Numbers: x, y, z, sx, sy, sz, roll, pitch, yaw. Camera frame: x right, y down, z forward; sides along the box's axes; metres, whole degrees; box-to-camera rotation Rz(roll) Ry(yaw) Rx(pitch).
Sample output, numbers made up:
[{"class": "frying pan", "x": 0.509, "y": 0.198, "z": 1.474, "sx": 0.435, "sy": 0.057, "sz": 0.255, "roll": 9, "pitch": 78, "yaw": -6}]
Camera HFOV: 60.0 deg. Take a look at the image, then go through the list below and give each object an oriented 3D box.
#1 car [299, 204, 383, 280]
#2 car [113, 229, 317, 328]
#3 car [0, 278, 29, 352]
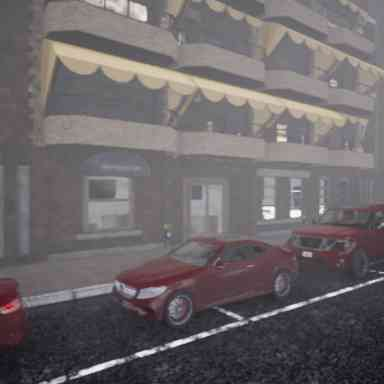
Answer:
[{"class": "car", "x": 5.079, "y": 1.314, "z": 10.182, "sx": 5.009, "sy": 1.841, "sz": 2.192, "roll": 0, "pitch": 0, "yaw": -35}, {"class": "car", "x": 0.481, "y": 1.581, "z": 6.902, "sx": 4.206, "sy": 1.307, "sz": 1.802, "roll": 0, "pitch": 0, "yaw": -35}, {"class": "car", "x": -4.119, "y": 1.582, "z": 3.623, "sx": 4.206, "sy": 1.307, "sz": 1.802, "roll": 0, "pitch": 0, "yaw": -35}]
